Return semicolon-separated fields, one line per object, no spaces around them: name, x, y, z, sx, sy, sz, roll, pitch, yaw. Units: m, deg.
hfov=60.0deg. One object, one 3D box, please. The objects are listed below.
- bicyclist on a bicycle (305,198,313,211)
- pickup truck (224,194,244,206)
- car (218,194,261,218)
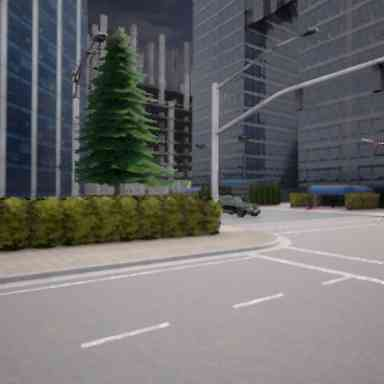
bicyclist on a bicycle;15.157;1.632;43.101;1.656;1.620;0.582;0;0;-36
pickup truck;7.843;1.440;62.892;2.390;2.098;6.274;0;0;-6
car;4.344;1.418;33.351;2.150;2.045;5.566;1;1;-36
